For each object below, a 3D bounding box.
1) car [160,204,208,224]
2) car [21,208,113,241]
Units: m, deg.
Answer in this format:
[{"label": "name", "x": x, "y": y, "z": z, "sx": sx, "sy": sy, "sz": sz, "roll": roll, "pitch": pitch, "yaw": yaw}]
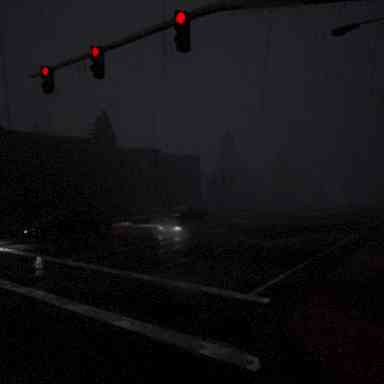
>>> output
[{"label": "car", "x": -0.508, "y": 1.667, "z": 26.166, "sx": 1.812, "sy": 1.442, "sz": 4.674, "roll": -1, "pitch": 0, "yaw": 36}, {"label": "car", "x": -6.493, "y": 1.645, "z": 17.769, "sx": 1.837, "sy": 1.490, "sz": 4.892, "roll": -1, "pitch": 0, "yaw": 35}]
